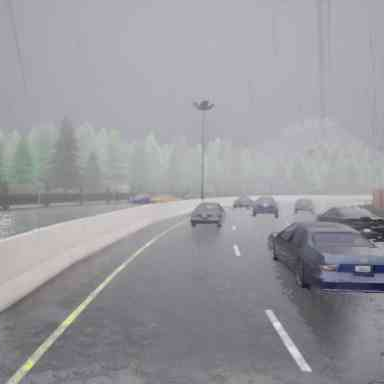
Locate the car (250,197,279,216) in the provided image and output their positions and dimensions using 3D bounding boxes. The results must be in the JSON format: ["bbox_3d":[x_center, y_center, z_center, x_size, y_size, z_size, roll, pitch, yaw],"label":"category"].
[{"bbox_3d":[6.678,1.194,29.886,2.097,1.767,4.553,1,0,14],"label":"car"}]

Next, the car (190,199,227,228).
[{"bbox_3d":[1.127,1.385,21.152,2.033,1.411,5.357,1,0,9],"label":"car"}]

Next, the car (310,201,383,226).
[{"bbox_3d":[7.549,1.445,16.324,1.882,1.535,5.008,1,0,6],"label":"car"}]

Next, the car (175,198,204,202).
[{"bbox_3d":[-0.015,0.986,43.534,2.097,1.767,4.553,1,1,22],"label":"car"}]

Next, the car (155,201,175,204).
[{"bbox_3d":[-3.795,1.060,43.478,1.882,1.535,5.008,1,0,21],"label":"car"}]

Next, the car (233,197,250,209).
[{"bbox_3d":[6.352,1.299,40.171,2.033,1.411,5.357,1,1,21],"label":"car"}]

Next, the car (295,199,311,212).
[{"bbox_3d":[11.578,1.421,34.246,2.033,1.411,5.357,1,0,19],"label":"car"}]

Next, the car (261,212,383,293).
[{"bbox_3d":[3.414,1.518,8.972,2.033,1.411,5.357,1,0,2],"label":"car"}]
